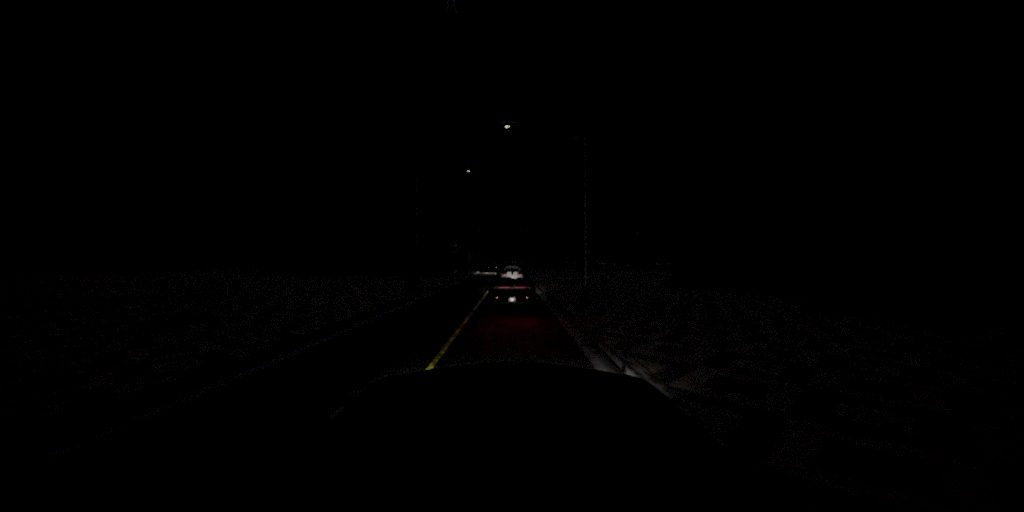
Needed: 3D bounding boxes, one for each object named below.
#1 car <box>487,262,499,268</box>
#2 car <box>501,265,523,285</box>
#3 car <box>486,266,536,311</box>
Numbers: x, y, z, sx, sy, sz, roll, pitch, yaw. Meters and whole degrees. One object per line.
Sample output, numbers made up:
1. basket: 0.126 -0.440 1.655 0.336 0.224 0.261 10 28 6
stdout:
1. car: -3.030 1.790 57.648 1.882 1.535 5.008 0 -1 0
2. car: 0.025 1.568 30.751 1.812 1.442 4.674 0 0 1
3. car: 0.021 1.380 15.356 2.128 1.511 4.902 0 0 0
